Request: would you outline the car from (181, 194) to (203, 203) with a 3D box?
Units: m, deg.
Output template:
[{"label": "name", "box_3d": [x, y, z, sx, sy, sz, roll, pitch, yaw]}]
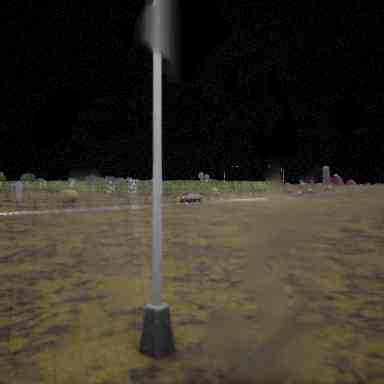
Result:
[{"label": "car", "box_3d": [0.014, 1.085, 59.881, 2.097, 1.767, 4.553, -1, 0, 35]}]
